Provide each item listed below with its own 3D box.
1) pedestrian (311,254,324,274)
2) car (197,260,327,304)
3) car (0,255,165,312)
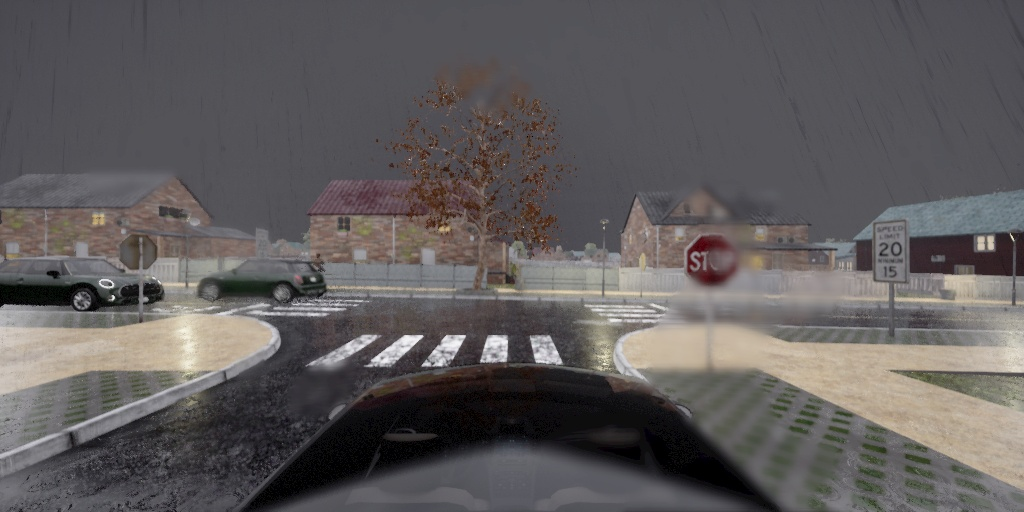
[{"bbox_3d":[-9.697,0.761,17.908,0.375,1.860,0.375,0,-1,0],"label":"pedestrian"},{"bbox_3d":[-10.266,0.940,14.871,4.553,1.767,2.097,1,0,5],"label":"car"},{"bbox_3d":[-14.580,0.839,12.019,4.553,1.767,2.097,1,0,0],"label":"car"}]
